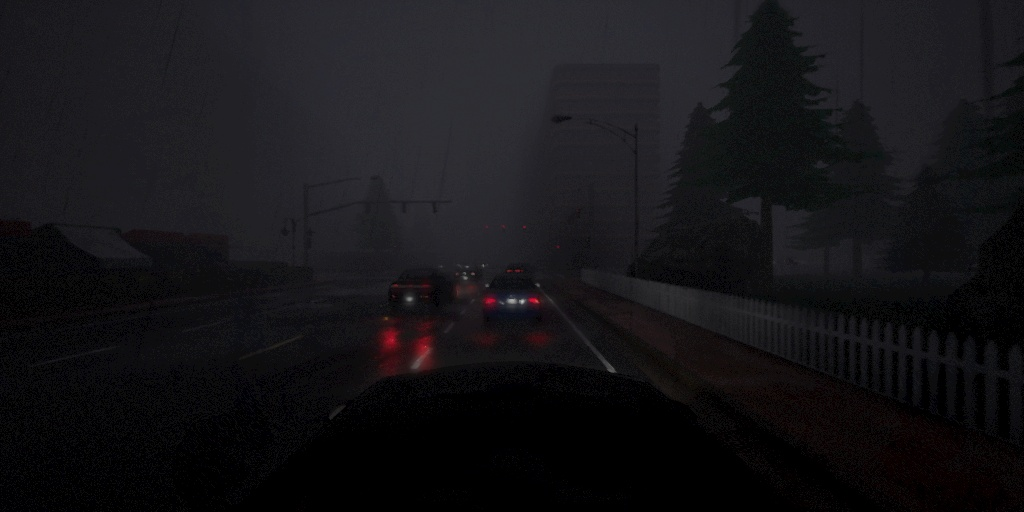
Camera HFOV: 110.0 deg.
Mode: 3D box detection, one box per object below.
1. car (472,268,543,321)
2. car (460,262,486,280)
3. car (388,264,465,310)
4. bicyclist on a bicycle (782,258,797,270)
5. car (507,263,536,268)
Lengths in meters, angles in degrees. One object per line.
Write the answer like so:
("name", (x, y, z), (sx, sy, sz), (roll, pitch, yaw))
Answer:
("car", (0.031, 1.304, 12.392), (2.033, 1.411, 5.357), (0, 0, 1))
("car", (-3.448, 1.364, 28.954), (1.895, 1.301, 4.718), (0, 0, 1))
("car", (-3.449, 1.250, 14.573), (2.128, 1.511, 4.902), (0, 0, 1))
("bicyclist on a bicycle", (28.259, 1.018, 36.333), (0.582, 1.620, 1.656), (0, 0, -28))
("car", (0.738, 1.267, 29.491), (1.837, 1.490, 4.892), (-1, 0, 15))
